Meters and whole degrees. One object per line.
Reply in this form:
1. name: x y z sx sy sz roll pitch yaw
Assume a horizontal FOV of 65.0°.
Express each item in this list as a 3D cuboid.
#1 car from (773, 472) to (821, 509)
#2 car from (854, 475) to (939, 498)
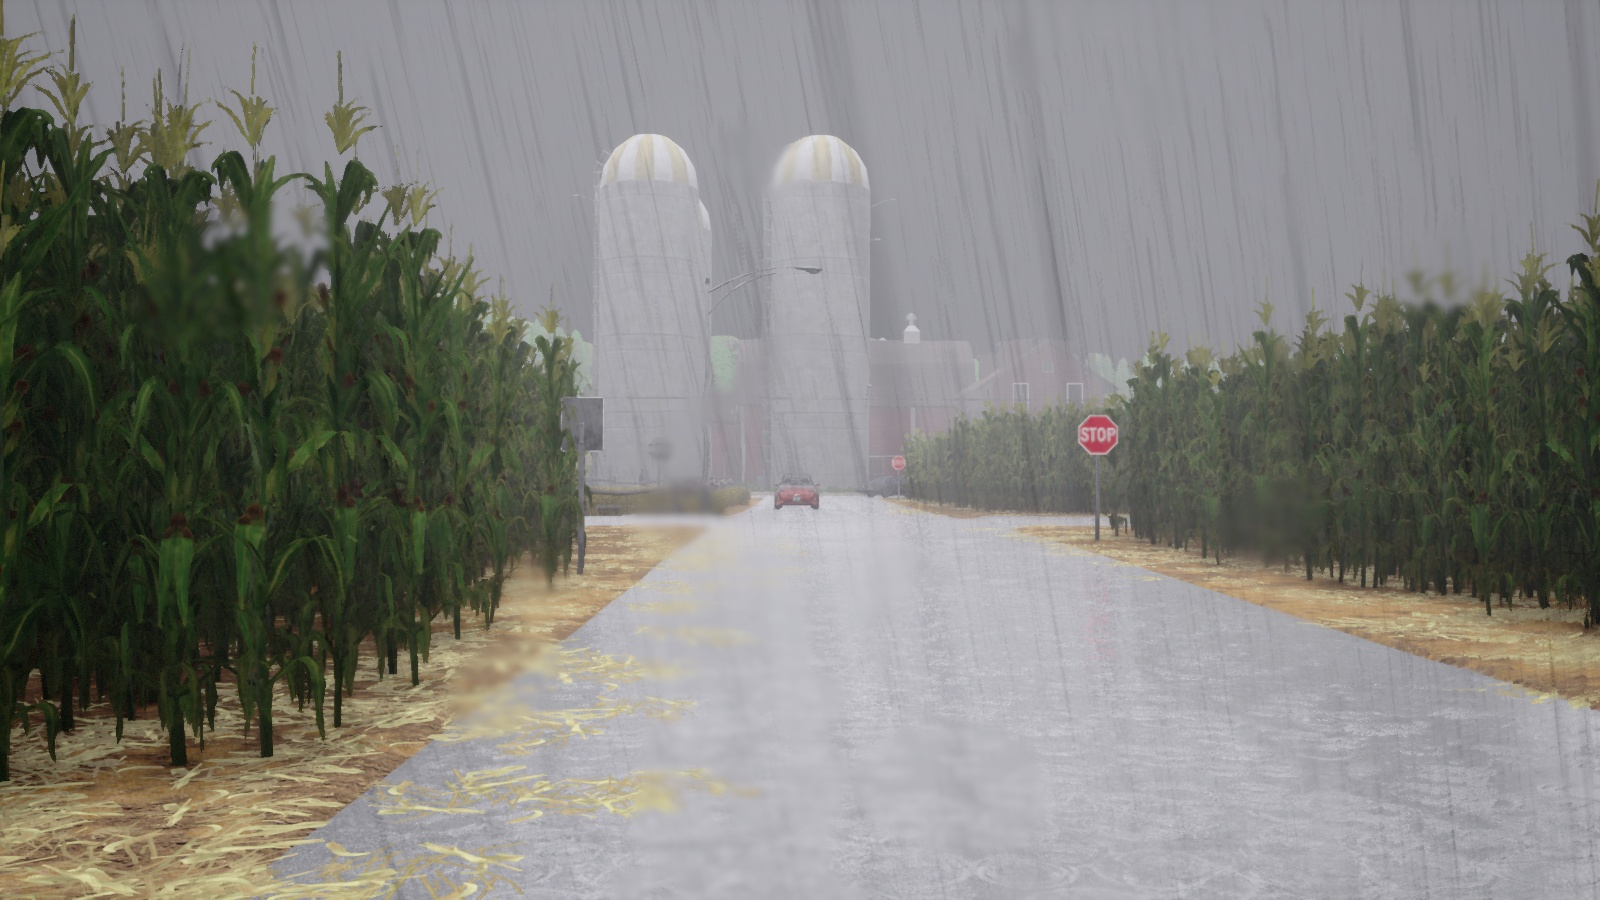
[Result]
1. car: -0.125 1.741 54.246 2.007 1.525 4.514 0 -1 0
2. car: 6.313 2.367 82.172 5.357 1.411 2.033 0 -1 -31
